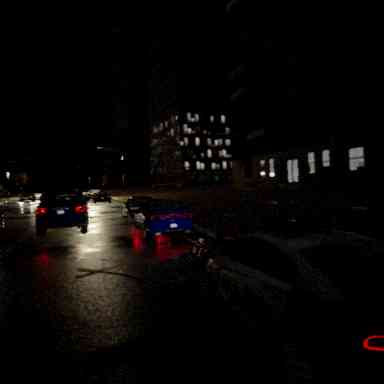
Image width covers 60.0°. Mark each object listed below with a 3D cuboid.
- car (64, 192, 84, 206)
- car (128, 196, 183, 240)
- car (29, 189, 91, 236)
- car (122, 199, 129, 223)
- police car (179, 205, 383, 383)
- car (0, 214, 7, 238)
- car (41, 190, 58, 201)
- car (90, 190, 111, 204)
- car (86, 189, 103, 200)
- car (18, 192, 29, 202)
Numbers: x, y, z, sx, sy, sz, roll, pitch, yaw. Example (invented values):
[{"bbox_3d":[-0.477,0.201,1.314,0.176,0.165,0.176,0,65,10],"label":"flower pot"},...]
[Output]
[{"bbox_3d":[-14.119,0.753,39.815,2.033,1.411,5.357,-3,2,-20],"label":"car"},{"bbox_3d":[-1.399,1.032,14.593,1.882,1.535,5.008,-3,2,-17],"label":"car"},{"bbox_3d":[-6.366,0.883,16.629,2.150,2.045,5.566,-3,2,-17],"label":"car"},{"bbox_3d":[-3.210,0.958,20.372,1.812,1.442,4.674,-3,2,-18],"label":"car"},{"bbox_3d":[1.468,1.191,5.031,1.930,1.638,5.238,-3,2,-16],"label":"police car"},{"bbox_3d":[-8.933,1.406,13.298,2.033,1.411,5.357,-3,2,-17],"label":"car"},{"bbox_3d":[-22.756,0.587,53.240,2.128,1.511,4.902,-3,2,-20],"label":"car"},{"bbox_3d":[-10.973,0.644,40.341,1.994,1.385,4.181,-3,2,-18],"label":"car"},{"bbox_3d":[-15.236,0.365,51.947,2.128,1.511,4.902,-3,2,-21],"label":"car"},{"bbox_3d":[-25.760,0.762,52.020,1.812,1.442,4.674,-3,2,-20],"label":"car"}]
